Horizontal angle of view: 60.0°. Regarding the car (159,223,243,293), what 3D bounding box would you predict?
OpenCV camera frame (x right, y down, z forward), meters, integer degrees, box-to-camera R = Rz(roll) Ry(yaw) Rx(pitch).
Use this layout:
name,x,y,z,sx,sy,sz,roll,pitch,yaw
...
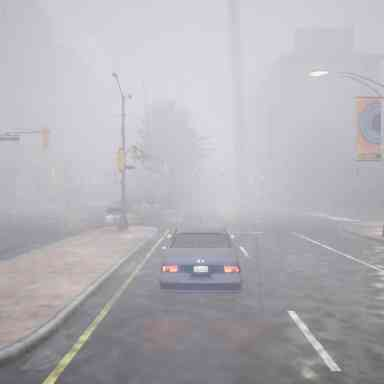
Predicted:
name,x,y,z,sx,sy,sz,roll,pitch,yaw
car,0.232,1.547,8.987,2.033,1.411,5.357,0,0,1

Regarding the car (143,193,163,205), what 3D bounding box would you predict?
name,x,y,z,sx,sy,sz,roll,pitch,yaw
car,-6.956,1.352,59.957,2.097,1.767,4.553,0,0,1

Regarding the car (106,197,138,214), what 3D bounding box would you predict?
name,x,y,z,sx,sy,sz,roll,pitch,yaw
car,-7.456,1.547,34.918,2.033,1.411,5.357,0,0,1

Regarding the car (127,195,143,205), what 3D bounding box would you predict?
name,x,y,z,sx,sy,sz,roll,pitch,yaw
car,-10.500,1.352,57.919,2.097,1.767,4.553,0,0,1

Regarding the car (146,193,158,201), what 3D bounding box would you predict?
name,x,y,z,sx,sy,sz,roll,pitch,yaw
car,-9.960,1.225,82.445,2.150,2.045,5.566,0,0,1

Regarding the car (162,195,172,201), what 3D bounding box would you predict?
name,x,y,z,sx,sy,sz,roll,pitch,yaw
car,-6.378,1.525,86.746,2.128,1.511,4.902,0,0,1

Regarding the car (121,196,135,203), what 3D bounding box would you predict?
name,x,y,z,sx,sy,sz,roll,pitch,yaw
car,-13.447,1.595,69.884,1.895,1.301,4.718,0,0,1

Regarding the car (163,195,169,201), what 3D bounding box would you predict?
name,x,y,z,sx,sy,sz,roll,pitch,yaw
car,-6.643,1.355,72.705,2.097,1.767,4.553,0,0,1

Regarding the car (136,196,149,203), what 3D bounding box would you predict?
name,x,y,z,sx,sy,sz,roll,pitch,yaw
car,-10.221,1.502,68.589,1.837,1.490,4.892,0,0,1
